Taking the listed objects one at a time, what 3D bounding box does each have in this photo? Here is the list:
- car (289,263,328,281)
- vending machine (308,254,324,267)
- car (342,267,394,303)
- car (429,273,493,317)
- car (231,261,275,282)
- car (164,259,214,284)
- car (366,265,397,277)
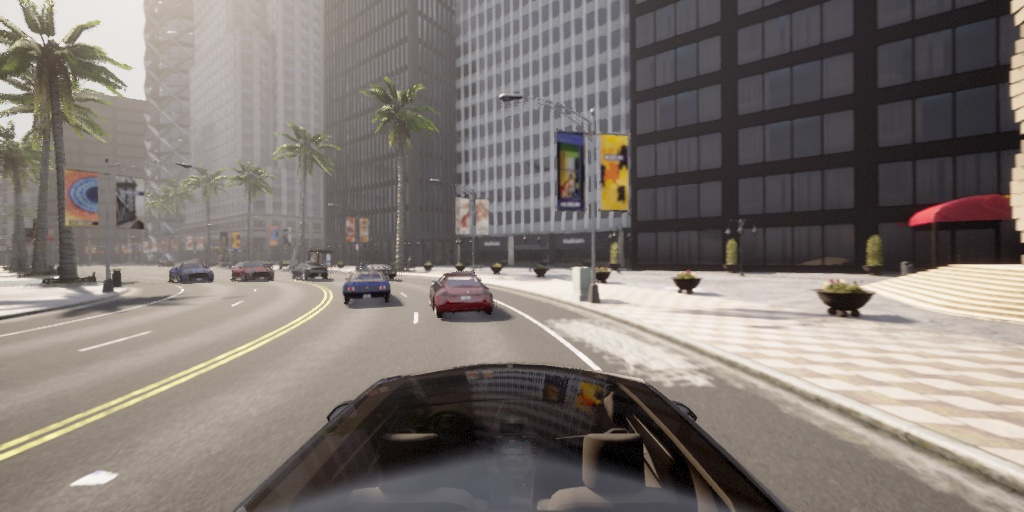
[{"bbox_3d":[-18.114,1.344,31.928,4.892,1.490,1.837,0,0,40],"label":"car"},{"bbox_3d":[-28.954,1.083,53.047,0.880,2.100,1.100,0,0,34],"label":"vending machine"},{"bbox_3d":[-6.852,1.377,16.909,1.895,1.301,4.718,0,0,-22],"label":"car"},{"bbox_3d":[-2.009,1.307,13.399,1.994,1.385,4.181,0,0,-16],"label":"car"},{"bbox_3d":[-22.035,1.226,30.462,4.553,1.767,2.097,0,0,38],"label":"car"},{"bbox_3d":[-26.209,1.263,29.302,4.553,1.767,2.097,0,0,36],"label":"car"},{"bbox_3d":[-11.662,1.390,30.646,1.895,1.301,4.718,-1,0,-42],"label":"car"}]
